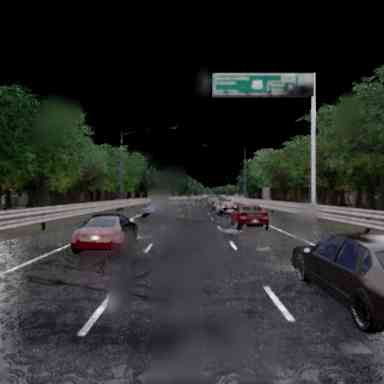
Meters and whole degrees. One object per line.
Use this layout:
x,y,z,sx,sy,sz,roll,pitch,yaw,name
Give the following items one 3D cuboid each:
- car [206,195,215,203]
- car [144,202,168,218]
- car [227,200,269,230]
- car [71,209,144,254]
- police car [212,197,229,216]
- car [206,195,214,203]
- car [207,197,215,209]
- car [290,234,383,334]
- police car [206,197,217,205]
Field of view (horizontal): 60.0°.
3.660,1.568,55.409,2.097,1.767,4.553,0,0,1,car
-3.399,1.642,31.107,1.994,1.385,4.181,0,0,0,car
3.601,1.522,21.392,1.882,1.535,5.008,0,-1,0,car
-3.400,1.588,13.689,1.994,1.385,4.181,0,0,0,car
3.500,1.595,33.593,2.038,1.542,4.974,0,0,0,police car
4.790,1.739,88.165,2.150,2.045,5.566,0,-1,3,car
3.524,1.694,44.534,2.033,1.411,5.357,0,0,0,car
3.598,1.558,6.692,2.033,1.411,5.357,0,0,0,car
3.917,1.805,66.340,2.038,1.542,4.974,0,0,2,police car
